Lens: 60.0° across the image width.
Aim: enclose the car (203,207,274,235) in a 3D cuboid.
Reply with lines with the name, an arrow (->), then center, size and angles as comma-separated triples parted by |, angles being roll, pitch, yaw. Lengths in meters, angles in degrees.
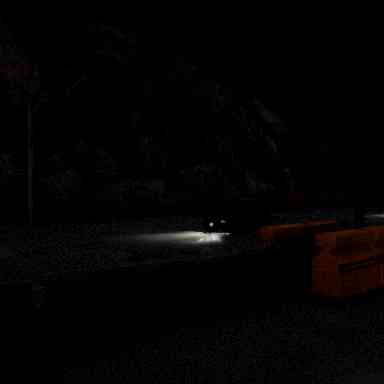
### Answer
car -> 2.650, 1.530, 18.775 | 4.181, 1.385, 1.994 | 0, 0, -35
